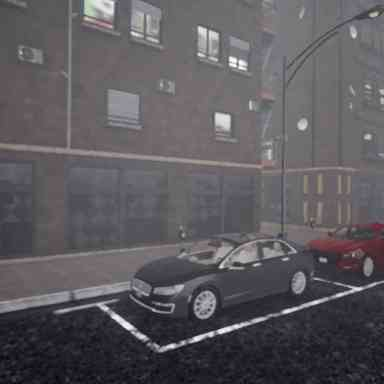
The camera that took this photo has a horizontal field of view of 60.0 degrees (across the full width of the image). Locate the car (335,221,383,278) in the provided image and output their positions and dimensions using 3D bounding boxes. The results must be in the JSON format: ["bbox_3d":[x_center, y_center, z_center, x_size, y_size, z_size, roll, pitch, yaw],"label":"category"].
[{"bbox_3d":[5.431,1.644,10.436,4.507,1.381,1.887,1,0,-36],"label":"car"}]

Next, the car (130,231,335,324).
[{"bbox_3d":[0.844,1.596,7.161,4.403,1.369,2.008,1,0,-36],"label":"car"}]
